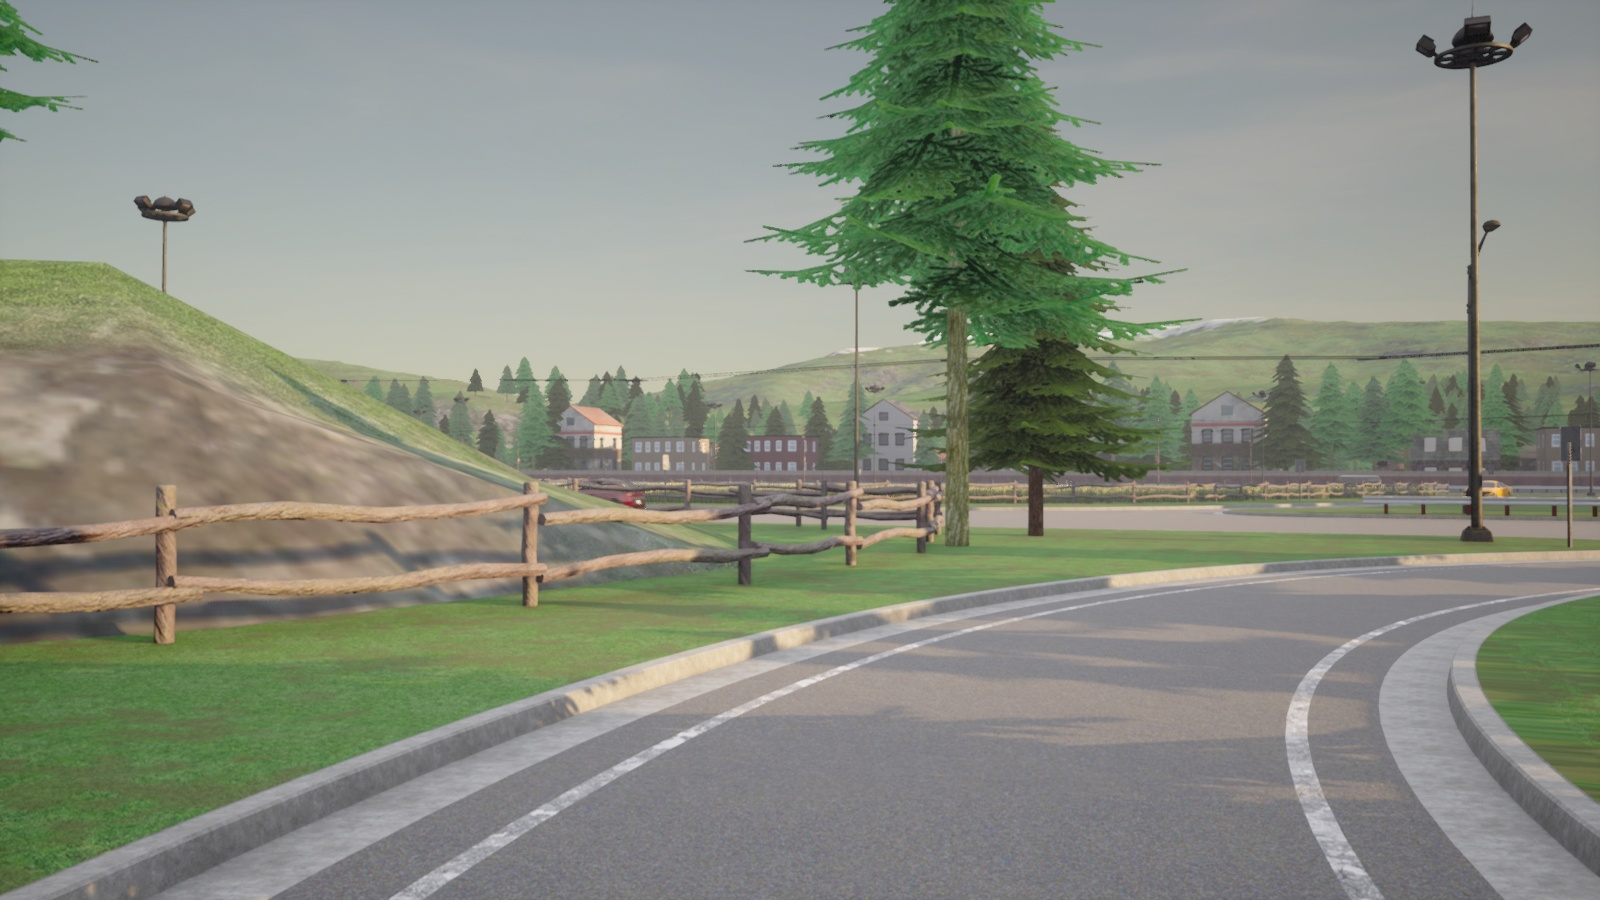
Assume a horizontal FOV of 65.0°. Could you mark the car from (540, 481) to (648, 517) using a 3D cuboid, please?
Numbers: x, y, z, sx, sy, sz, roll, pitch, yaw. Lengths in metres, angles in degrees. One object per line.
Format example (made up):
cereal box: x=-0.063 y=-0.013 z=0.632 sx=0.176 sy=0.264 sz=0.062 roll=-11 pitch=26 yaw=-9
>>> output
car: x=-8.701 y=2.047 z=52.997 sx=4.193 sy=1.474 sz=1.816 roll=-1 pitch=-1 yaw=23

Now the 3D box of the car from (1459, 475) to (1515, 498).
car: x=46.140 y=2.429 z=84.272 sx=5.008 sy=1.535 sz=1.882 roll=1 pitch=-2 yaw=-44
